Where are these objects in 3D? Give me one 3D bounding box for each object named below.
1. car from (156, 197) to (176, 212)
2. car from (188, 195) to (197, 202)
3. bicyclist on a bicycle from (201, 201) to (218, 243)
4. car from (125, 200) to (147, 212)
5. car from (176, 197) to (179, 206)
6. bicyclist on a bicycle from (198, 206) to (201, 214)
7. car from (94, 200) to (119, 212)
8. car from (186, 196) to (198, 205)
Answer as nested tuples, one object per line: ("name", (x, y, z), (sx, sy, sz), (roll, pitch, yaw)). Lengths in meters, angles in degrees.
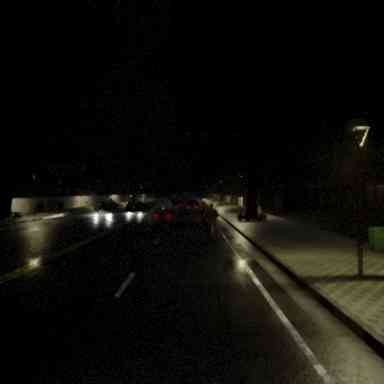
("car", (-3.141, 1.548, 38.615), (1.812, 1.442, 4.674), (0, 0, 0))
("car", (0.019, 1.600, 80.350), (2.128, 1.511, 4.902), (0, 0, 0))
("bicyclist on a bicycle", (0.898, 1.380, 15.223), (0.659, 1.776, 1.843), (0, 0, 0))
("car", (-6.576, 1.587, 39.461), (1.994, 1.385, 4.181), (0, 0, 0))
("car", (-3.137, 1.561, 57.215), (1.812, 1.442, 4.674), (0, 0, 0))
("bicyclist on a bicycle", (0.887, 1.451, 24.591), (0.866, 1.612, 1.509), (0, 0, 0))
("car", (-9.829, 1.624, 38.482), (1.895, 1.301, 4.718), (0, 0, 0))
("car", (0.067, 1.562, 58.291), (1.812, 1.442, 4.674), (0, 0, 0))
